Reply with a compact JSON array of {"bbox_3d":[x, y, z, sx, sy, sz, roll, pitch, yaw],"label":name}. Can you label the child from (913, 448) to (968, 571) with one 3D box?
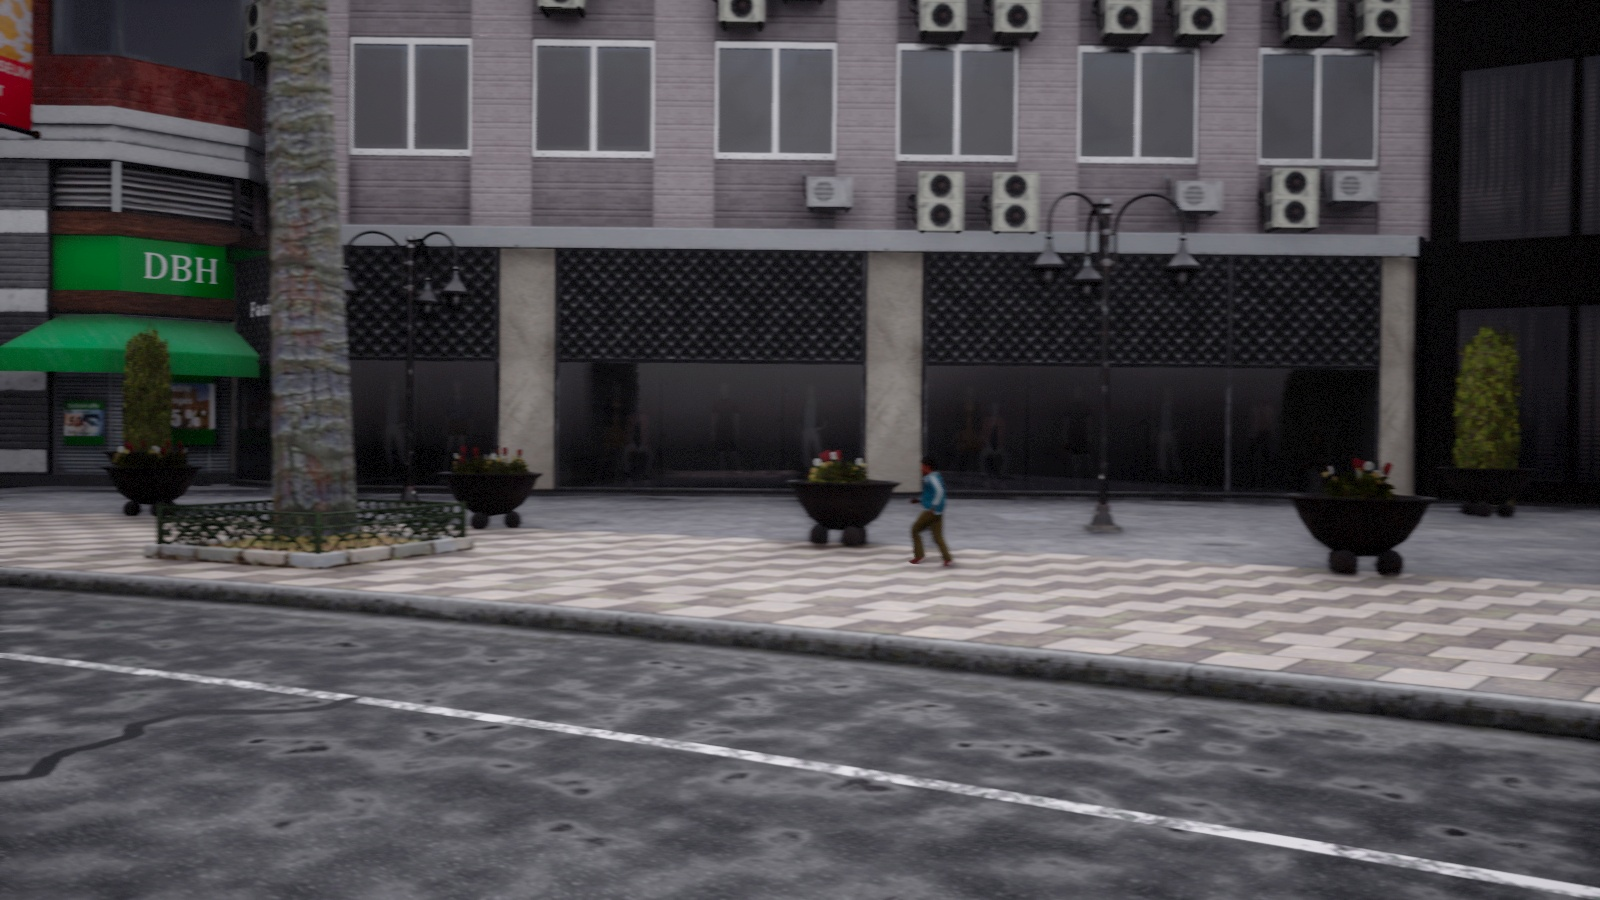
[{"bbox_3d":[1.401,0.576,12.466,0.448,1.192,0.343,0,1,25],"label":"child"}]
